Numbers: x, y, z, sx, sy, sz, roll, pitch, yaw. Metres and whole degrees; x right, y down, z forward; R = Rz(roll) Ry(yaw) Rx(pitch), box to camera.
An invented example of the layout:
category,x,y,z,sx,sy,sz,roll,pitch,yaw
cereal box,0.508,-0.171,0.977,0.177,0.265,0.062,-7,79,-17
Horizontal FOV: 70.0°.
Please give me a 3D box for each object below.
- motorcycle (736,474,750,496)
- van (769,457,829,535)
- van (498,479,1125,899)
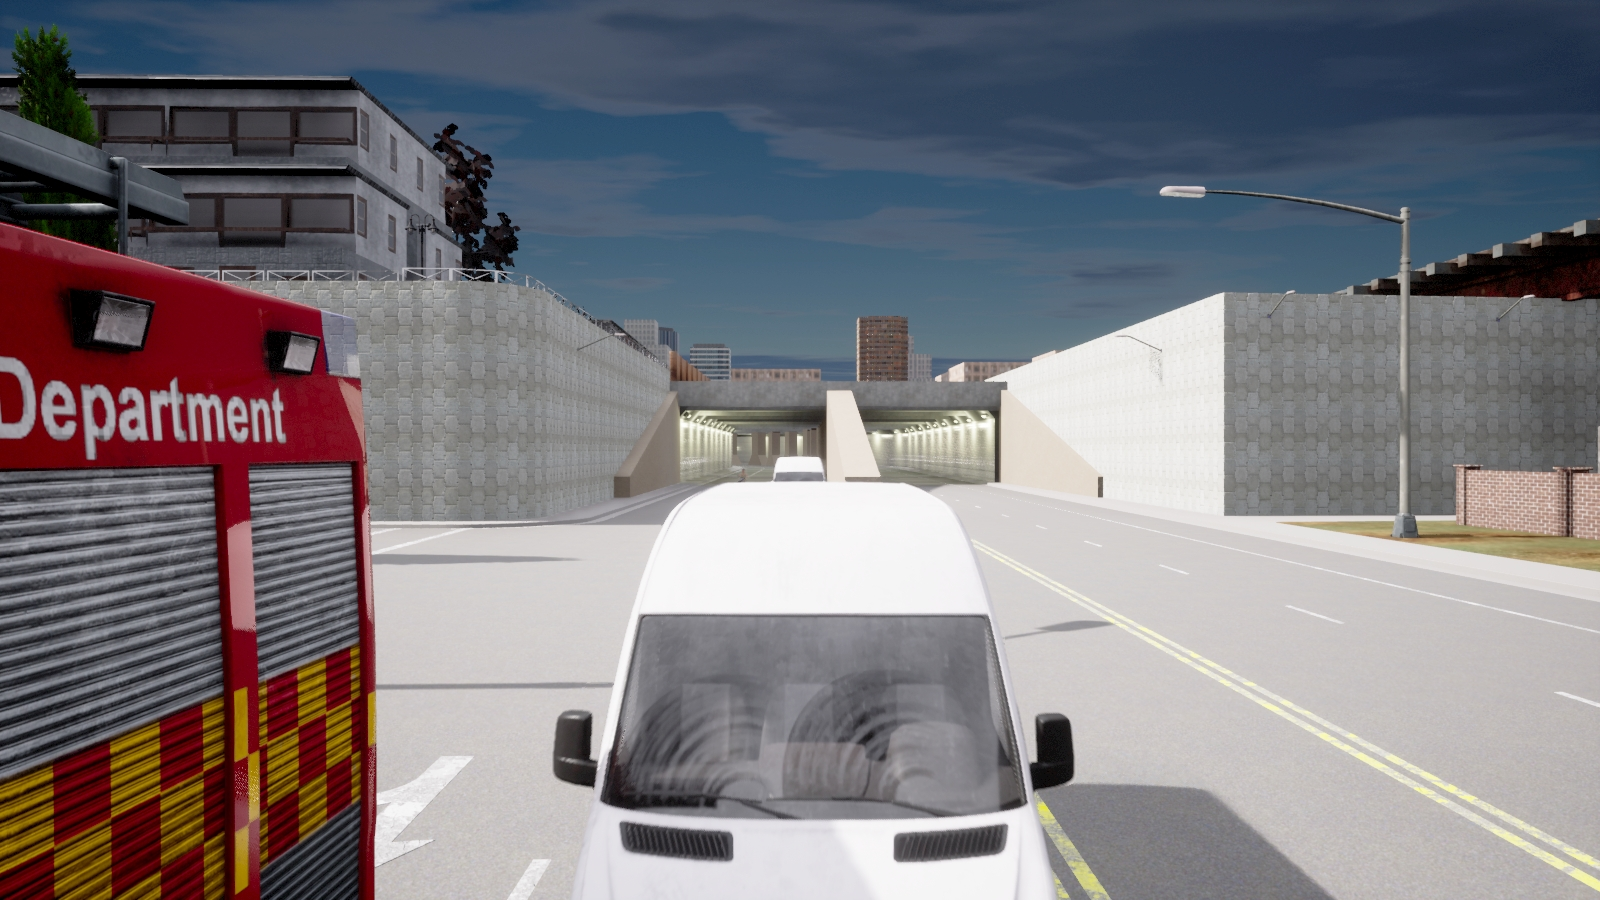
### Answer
category,x,y,z,sx,sy,sz,roll,pitch,yaw
motorcycle,-3.553,2.170,71.033,0.764,1.277,2.356,0,0,0
van,-0.036,1.534,40.629,1.988,2.561,5.915,0,0,0
van,0.062,1.532,6.587,1.988,2.561,5.915,0,0,1
